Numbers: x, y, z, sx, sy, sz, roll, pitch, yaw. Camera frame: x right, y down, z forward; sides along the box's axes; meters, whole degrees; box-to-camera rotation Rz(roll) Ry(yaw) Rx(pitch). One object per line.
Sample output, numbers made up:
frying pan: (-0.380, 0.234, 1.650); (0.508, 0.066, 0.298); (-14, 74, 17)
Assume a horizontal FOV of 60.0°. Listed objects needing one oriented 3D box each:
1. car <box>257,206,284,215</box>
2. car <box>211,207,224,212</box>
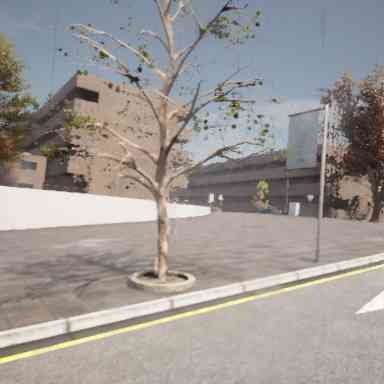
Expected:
car: (11.460, 2.745, 48.282); (2.128, 1.511, 4.902); (6, -5, -23)
car: (4.397, 3.555, 63.552); (2.128, 1.511, 4.902); (6, -6, -25)
